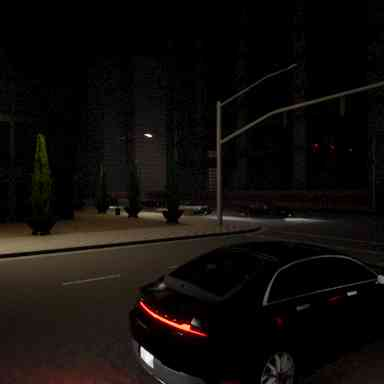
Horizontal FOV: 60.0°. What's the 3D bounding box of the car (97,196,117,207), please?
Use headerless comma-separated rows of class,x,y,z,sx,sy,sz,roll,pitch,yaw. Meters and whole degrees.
car,-13.144,1.618,51.705,1.994,1.385,4.181,0,0,-36

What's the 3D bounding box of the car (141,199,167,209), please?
car,-5.320,1.654,46.831,1.895,1.301,4.718,0,0,-36

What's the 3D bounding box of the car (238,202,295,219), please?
car,6.681,1.601,30.448,2.033,1.411,5.357,0,0,-39

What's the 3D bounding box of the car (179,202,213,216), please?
car,0.025,1.655,33.481,1.895,1.301,4.718,0,0,-36

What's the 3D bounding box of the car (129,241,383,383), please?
car,1.506,1.505,4.930,4.892,1.490,1.837,0,0,-35

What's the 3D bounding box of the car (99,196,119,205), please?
car,-15.215,1.471,60.647,1.837,1.490,4.892,0,0,-36
